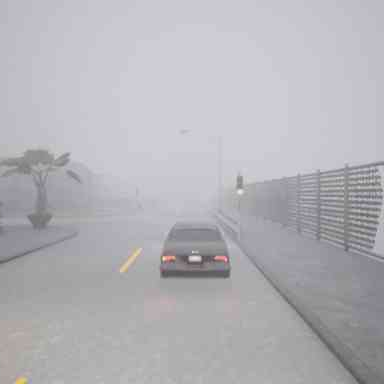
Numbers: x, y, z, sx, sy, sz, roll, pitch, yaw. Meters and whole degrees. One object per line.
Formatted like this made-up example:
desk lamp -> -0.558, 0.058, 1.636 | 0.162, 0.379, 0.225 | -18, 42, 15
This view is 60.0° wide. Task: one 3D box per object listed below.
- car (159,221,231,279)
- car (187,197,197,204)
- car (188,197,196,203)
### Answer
car -> 0.082, 1.597, 10.185 | 2.033, 1.411, 5.357 | 0, 0, 0
car -> 0.009, 1.893, 71.195 | 1.994, 1.385, 4.181 | 0, 0, 0
car -> -0.009, 1.951, 83.755 | 1.994, 1.385, 4.181 | 0, 0, 0
